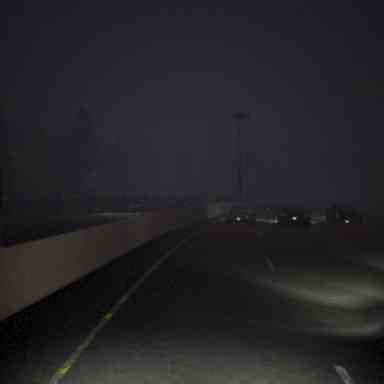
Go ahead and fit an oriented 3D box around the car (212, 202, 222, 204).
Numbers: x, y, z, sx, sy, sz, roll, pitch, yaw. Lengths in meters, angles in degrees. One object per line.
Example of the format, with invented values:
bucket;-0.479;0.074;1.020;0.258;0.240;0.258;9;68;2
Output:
car;4.298;1.523;45.763;2.128;1.511;4.902;0;0;26

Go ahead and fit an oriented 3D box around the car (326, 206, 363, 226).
car;10.862;1.643;24.068;1.895;1.301;4.718;0;0;16

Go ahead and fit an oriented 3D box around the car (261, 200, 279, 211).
car;9.854;1.647;40.689;1.895;1.301;4.718;0;0;25

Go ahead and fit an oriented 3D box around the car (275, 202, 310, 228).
car;6.855;1.594;22.515;1.994;1.385;4.181;0;0;15

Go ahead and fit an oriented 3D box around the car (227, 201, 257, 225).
car;3.659;1.546;24.127;1.812;1.442;4.674;0;0;15

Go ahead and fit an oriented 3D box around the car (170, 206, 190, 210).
car;-1.204;1.505;42.192;2.128;1.511;4.902;0;0;24
